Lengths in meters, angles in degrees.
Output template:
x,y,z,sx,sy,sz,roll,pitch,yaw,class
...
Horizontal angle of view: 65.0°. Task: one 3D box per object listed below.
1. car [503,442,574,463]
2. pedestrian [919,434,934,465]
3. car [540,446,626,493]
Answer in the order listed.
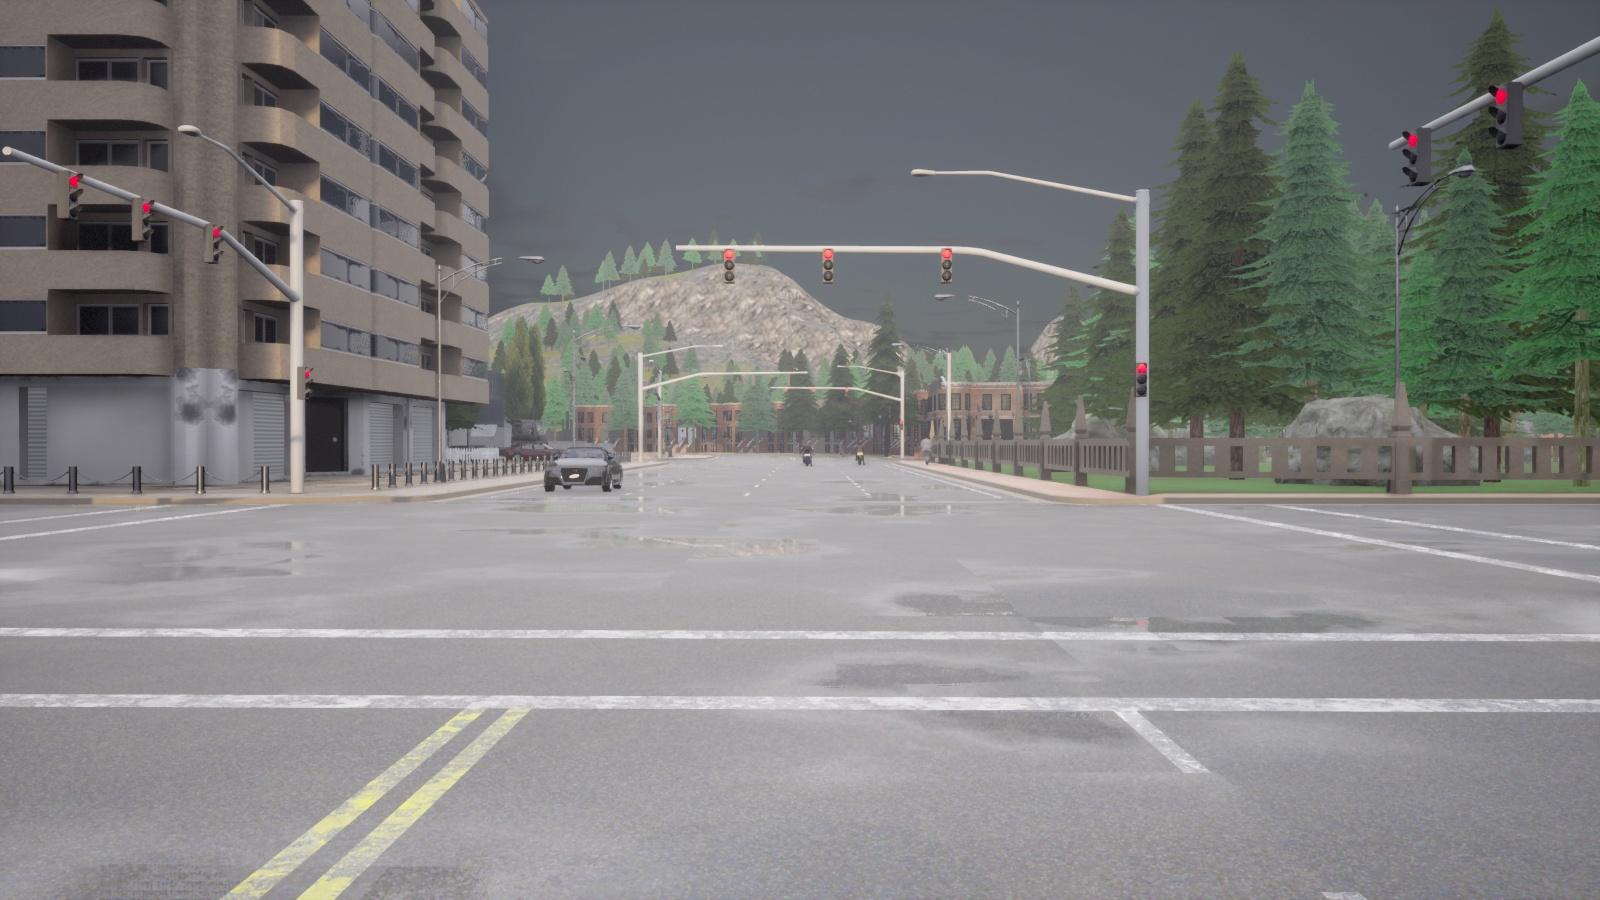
x,y,z,sx,sy,sz,roll,pitch,yaw,class
-19.808,0.170,95.341,5.008,1.535,1.882,0,0,0,car
7.674,-0.018,76.076,0.874,1.855,0.900,0,0,5,pedestrian
-6.774,0.582,39.592,1.994,1.385,4.181,0,0,0,car
